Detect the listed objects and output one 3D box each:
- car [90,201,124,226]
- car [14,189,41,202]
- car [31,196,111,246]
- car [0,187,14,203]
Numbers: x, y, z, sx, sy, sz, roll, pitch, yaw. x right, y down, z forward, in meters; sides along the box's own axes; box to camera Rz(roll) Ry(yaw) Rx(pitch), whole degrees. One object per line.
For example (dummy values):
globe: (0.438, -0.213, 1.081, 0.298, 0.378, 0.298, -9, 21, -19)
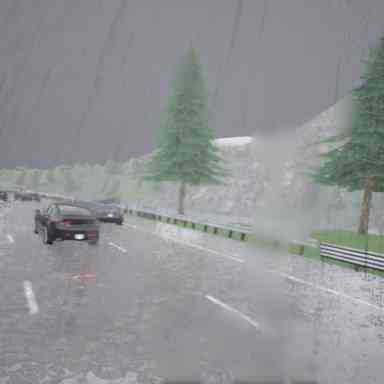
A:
car: (-5.875, 1.250, 20.908, 1.994, 1.385, 4.181, 5, -1, -35)
car: (-18.138, 0.360, 36.663, 1.812, 1.442, 4.674, 5, -1, -42)
car: (-5.172, 1.195, 13.544, 1.837, 1.490, 4.892, 6, -1, -33)
car: (-19.697, 0.194, 33.146, 1.837, 1.490, 4.892, 6, -1, -41)
